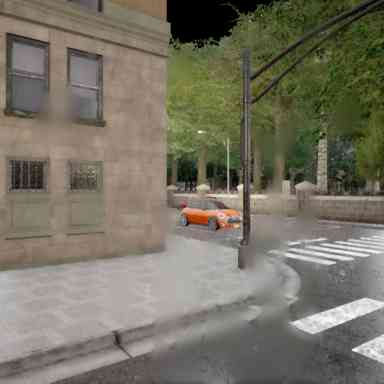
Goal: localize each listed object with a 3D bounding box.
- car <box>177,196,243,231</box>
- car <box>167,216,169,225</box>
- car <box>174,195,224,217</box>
[{"bbox_3d":[1.244,1.335,20.601,2.097,1.767,4.553,0,0,-34],"label":"car"},{"bbox_3d":[-3.227,1.544,22.238,1.947,1.339,4.313,0,0,-35],"label":"car"},{"bbox_3d":[0.547,1.285,31.774,2.192,1.841,5.009,0,0,-35],"label":"car"}]
